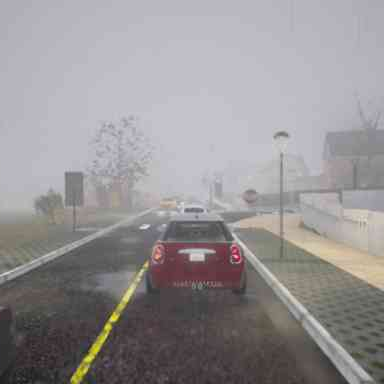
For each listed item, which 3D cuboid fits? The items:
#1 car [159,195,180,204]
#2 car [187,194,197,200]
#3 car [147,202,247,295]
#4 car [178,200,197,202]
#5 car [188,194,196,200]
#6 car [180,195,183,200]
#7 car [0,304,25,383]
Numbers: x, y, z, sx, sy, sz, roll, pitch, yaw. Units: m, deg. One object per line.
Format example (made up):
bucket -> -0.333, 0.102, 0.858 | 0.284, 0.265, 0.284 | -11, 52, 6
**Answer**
car -> -2.829, 1.337, 39.564 | 1.882, 1.535, 5.008 | 0, 0, 0
car -> 0.024, 1.316, 70.920 | 1.994, 1.385, 4.181 | 0, 0, 0
car -> 0.101, 1.318, 8.788 | 2.097, 1.767, 4.553 | 0, 0, 0
car -> 0.107, 1.451, 19.594 | 1.812, 1.442, 4.674 | 0, 0, 0
car -> 0.027, 1.105, 80.926 | 1.812, 1.442, 4.674 | 0, 0, 0
car -> -2.815, 1.342, 53.965 | 1.812, 1.442, 4.674 | 0, 0, 0
car -> -2.750, 1.542, 1.289 | 2.033, 1.411, 5.357 | 0, 0, 0
